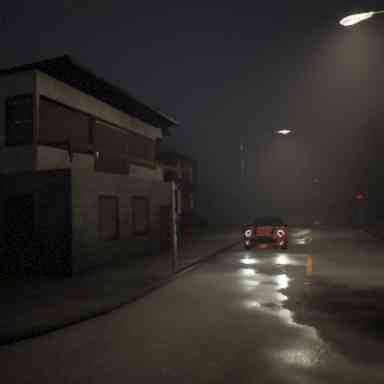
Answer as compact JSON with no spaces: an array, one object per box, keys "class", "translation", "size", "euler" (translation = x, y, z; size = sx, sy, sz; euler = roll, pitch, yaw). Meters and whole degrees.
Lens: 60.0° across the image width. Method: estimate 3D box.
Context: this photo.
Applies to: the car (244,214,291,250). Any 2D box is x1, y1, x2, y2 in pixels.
[{"class":"car","translation":[4.204,2.098,18.161],"size":[2.097,1.767,4.553],"euler":[-3,-3,20]}]
